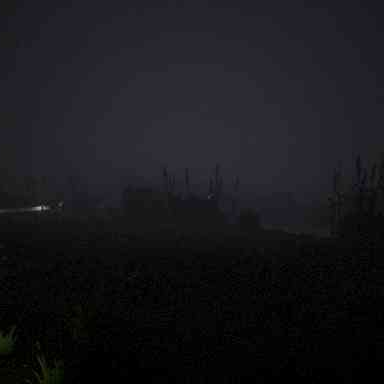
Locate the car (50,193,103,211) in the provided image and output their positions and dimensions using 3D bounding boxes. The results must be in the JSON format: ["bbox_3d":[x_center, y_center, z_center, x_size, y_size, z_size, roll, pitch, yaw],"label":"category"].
[{"bbox_3d":[-10.576,0.961,30.403,2.097,1.767,4.553,0,3,40],"label":"car"}]
